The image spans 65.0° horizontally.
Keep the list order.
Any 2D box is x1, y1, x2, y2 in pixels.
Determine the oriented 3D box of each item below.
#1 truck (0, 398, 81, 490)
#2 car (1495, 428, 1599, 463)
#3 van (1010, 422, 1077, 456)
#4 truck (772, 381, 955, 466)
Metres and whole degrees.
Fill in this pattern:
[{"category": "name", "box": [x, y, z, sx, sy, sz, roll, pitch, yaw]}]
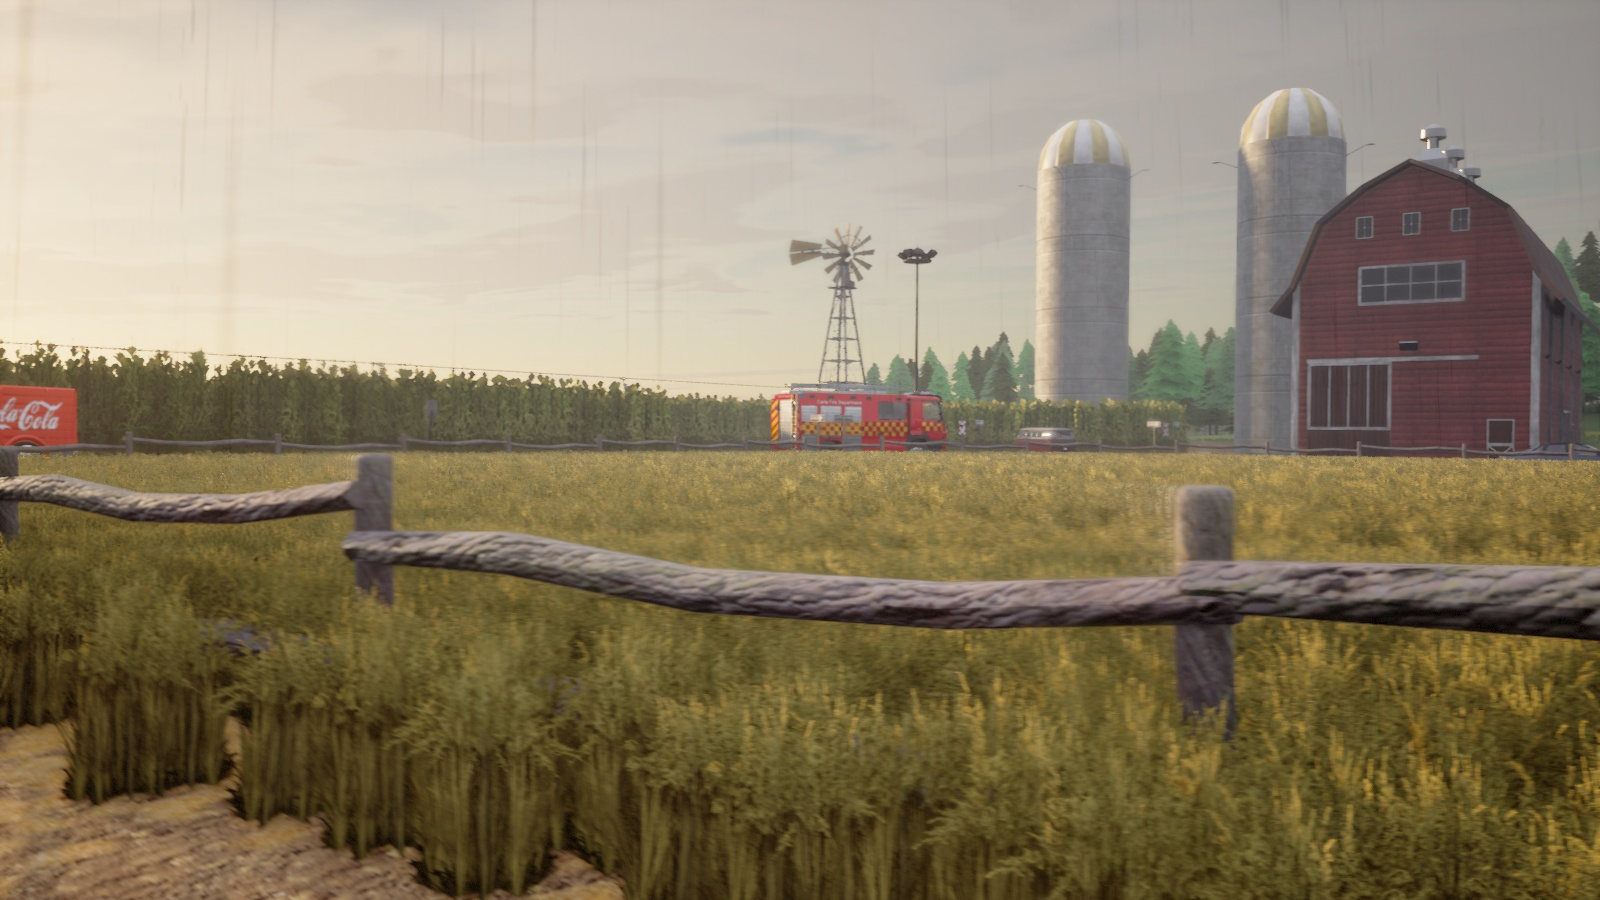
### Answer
[{"category": "truck", "box": [-22.824, -0.162, 33.990, 2.627, 2.467, 5.204, 0, 0, 37]}, {"category": "car", "box": [32.059, -0.189, 52.232, 5.357, 1.411, 2.033, 0, 1, 33]}, {"category": "van", "box": [14.738, -0.648, 76.177, 1.775, 1.987, 4.442, -1, 1, -24]}, {"category": "truck", "box": [3.095, -1.253, 60.173, 8.468, 3.827, 2.891, -1, 1, -29]}]
